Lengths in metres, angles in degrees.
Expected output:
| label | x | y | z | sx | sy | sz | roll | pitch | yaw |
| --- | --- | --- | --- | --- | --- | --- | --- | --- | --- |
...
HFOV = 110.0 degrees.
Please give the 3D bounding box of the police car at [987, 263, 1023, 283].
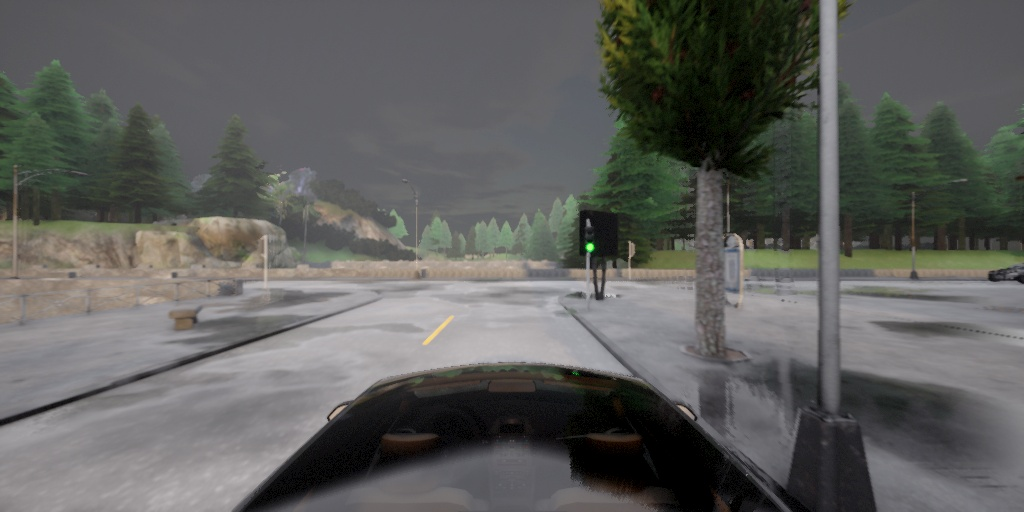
| label | x | y | z | sx | sy | sz | roll | pitch | yaw |
| --- | --- | --- | --- | --- | --- | --- | --- | --- | --- |
| police car | 40.203 | 1.320 | 27.944 | 4.974 | 1.542 | 2.038 | 0 | 0 | 0 |
